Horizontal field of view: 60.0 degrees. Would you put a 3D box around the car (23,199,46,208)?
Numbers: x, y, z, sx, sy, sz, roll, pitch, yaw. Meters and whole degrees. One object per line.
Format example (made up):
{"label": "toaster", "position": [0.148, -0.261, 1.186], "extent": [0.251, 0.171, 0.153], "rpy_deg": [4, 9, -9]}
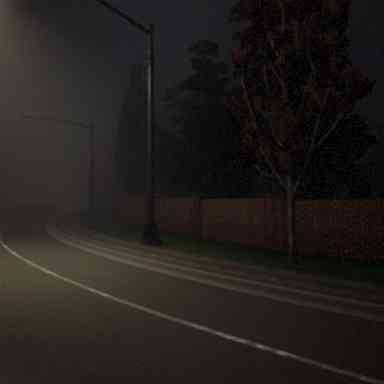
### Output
{"label": "car", "position": [-29.865, 2.195, 63.266], "extent": [2.097, 1.767, 4.553], "rpy_deg": [0, -2, 4]}

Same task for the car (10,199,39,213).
{"label": "car", "position": [-23.332, 2.184, 47.472], "extent": [1.882, 1.535, 5.008], "rpy_deg": [-1, -1, -1]}

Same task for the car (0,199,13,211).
{"label": "car", "position": [-33.698, 2.259, 59.411], "extent": [2.150, 2.045, 5.566], "rpy_deg": [0, -2, 4]}

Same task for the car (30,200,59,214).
{"label": "car", "position": [-19.649, 2.184, 45.047], "extent": [1.812, 1.442, 4.674], "rpy_deg": [-1, -1, -2]}
